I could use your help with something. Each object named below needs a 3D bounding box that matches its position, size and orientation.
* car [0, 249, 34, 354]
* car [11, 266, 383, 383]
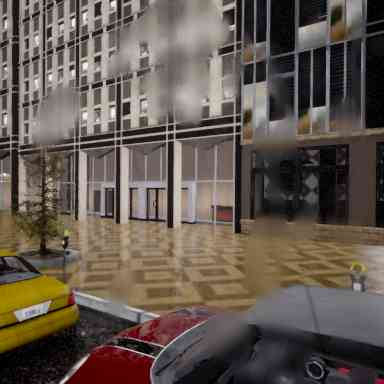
[{"bbox_3d":[-3.955,1.524,5.687,4.829,1.417,1.752,0,1,36],"label":"car"},{"bbox_3d":[0.810,1.440,2.287,4.097,1.590,1.967,0,1,36],"label":"car"}]
